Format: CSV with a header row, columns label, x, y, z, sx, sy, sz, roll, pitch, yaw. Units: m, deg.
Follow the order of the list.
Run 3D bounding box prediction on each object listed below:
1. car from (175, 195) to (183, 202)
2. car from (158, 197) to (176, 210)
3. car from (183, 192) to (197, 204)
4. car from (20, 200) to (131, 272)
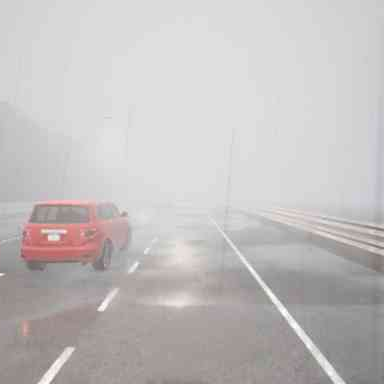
label,x,y,z,sx,sy,sz,roll,pitch,yaw
car,-3.814,1.785,83.164,1.812,1.442,4.674,0,0,0
car,-3.617,1.766,46.737,1.895,1.301,4.718,0,0,0
car,-0.148,1.451,69.315,2.150,2.045,5.566,0,0,0
car,-3.508,1.260,11.110,2.150,2.045,5.566,0,0,0
